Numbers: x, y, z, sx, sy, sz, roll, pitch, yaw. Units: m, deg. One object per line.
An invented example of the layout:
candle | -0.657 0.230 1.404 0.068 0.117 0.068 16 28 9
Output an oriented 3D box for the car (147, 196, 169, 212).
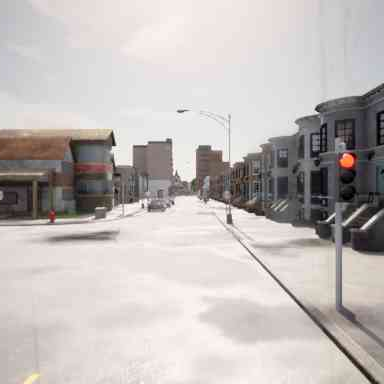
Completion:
car | -4.090 1.505 39.237 1.837 1.490 4.892 0 0 0

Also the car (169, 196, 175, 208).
car | -4.079 1.547 48.987 2.033 1.411 5.357 0 0 0

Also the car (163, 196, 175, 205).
car | -4.041 1.525 58.792 1.812 1.442 4.674 0 0 1
